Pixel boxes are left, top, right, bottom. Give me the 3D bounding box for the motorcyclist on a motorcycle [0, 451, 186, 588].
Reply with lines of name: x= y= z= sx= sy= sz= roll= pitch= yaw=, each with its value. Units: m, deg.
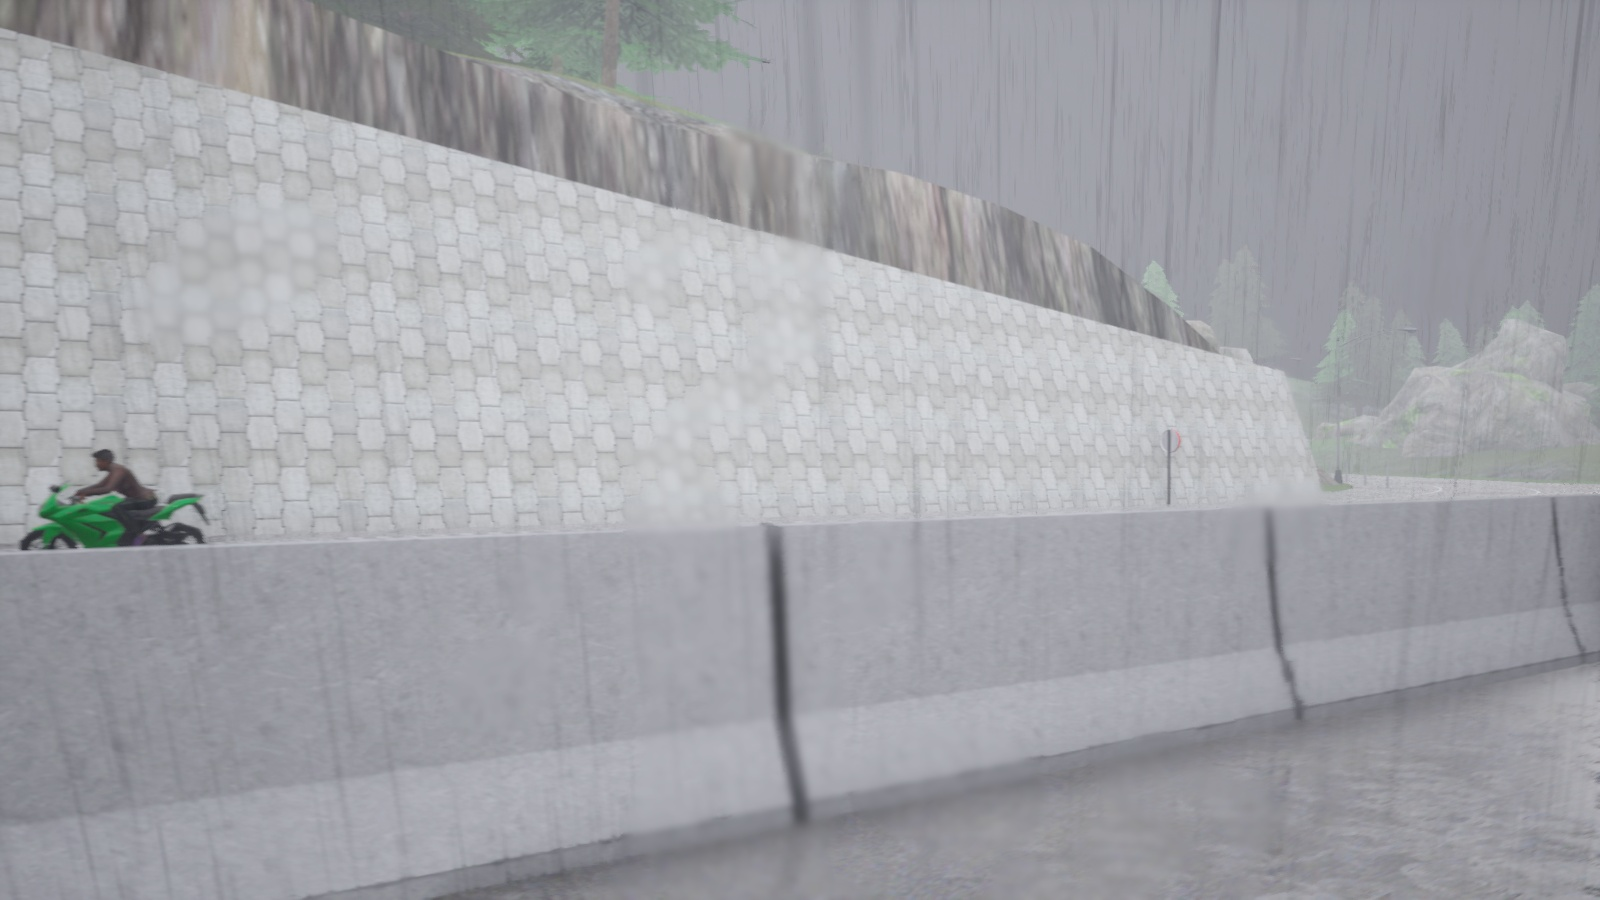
motorcyclist on a motorcycle: x=-8.444 y=0.781 z=14.839 sx=2.044 sy=1.523 sz=0.797 roll=0 pitch=0 yaw=-35
